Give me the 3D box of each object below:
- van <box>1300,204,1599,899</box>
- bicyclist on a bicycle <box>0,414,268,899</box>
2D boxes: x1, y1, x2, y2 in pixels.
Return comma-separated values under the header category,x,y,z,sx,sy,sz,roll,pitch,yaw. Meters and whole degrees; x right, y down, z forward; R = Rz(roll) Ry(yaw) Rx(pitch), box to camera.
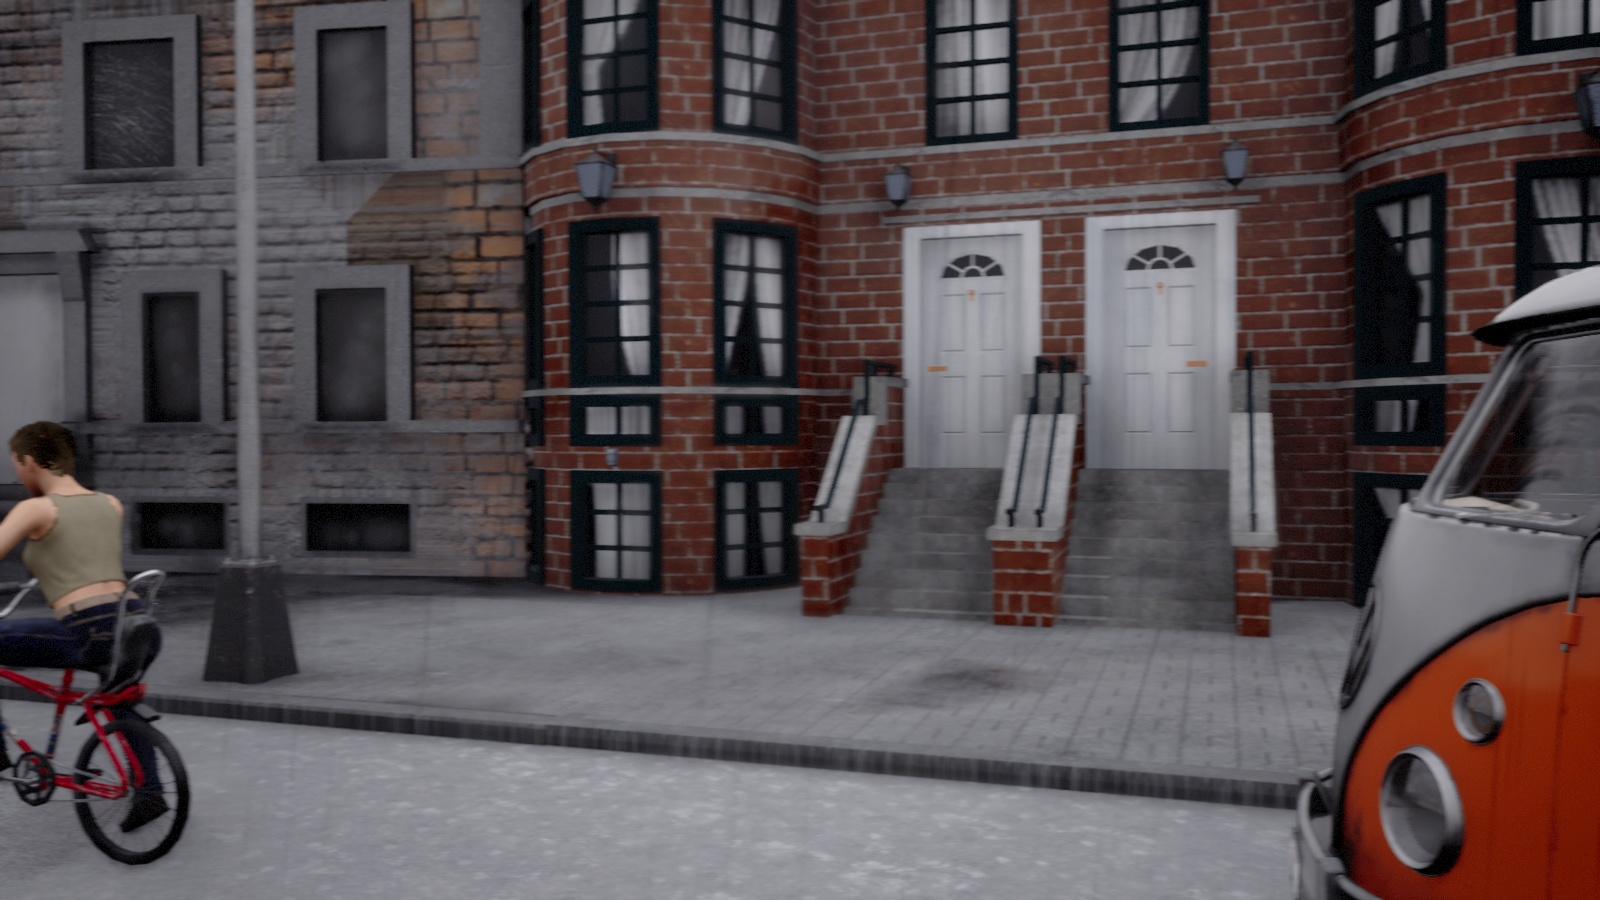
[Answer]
category,x,y,z,sx,sy,sz,roll,pitch,yaw
van,3.465,0.551,2.550,4.442,1.987,1.775,1,1,19
bicyclist on a bicycle,-2.922,0.677,4.708,1.509,1.612,0.866,1,1,18
